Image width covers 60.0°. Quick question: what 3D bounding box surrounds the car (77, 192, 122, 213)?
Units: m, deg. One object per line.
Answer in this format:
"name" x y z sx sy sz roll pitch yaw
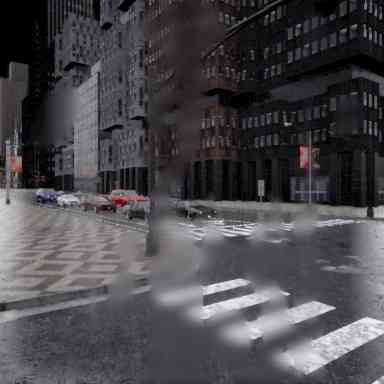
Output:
"car" -8.663 1.080 30.867 1.882 1.535 5.008 0 1 -36

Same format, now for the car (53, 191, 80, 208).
"car" -14.460 0.985 38.843 1.812 1.442 4.674 0 1 -35

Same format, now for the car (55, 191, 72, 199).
"car" -25.132 0.509 64.948 1.882 1.535 5.008 0 1 -36

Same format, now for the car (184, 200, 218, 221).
"car" -0.460 1.280 25.041 2.033 1.411 5.357 0 1 -39

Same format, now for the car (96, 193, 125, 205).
"car" -11.262 0.942 45.849 2.033 1.411 5.357 0 1 -36

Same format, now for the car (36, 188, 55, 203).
"car" -20.676 0.522 47.508 2.150 2.045 5.566 0 1 -36

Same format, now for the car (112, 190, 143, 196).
"car" -6.414 0.810 33.302 2.150 2.045 5.566 0 1 -36

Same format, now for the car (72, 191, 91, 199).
"car" -21.985 0.531 66.145 2.128 1.511 4.902 0 1 -36

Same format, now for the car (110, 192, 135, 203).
"car" -10.635 0.818 50.517 1.882 1.535 5.008 0 1 -36

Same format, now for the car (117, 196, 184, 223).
"car" -3.065 1.284 23.183 2.033 1.411 5.357 0 1 -35
